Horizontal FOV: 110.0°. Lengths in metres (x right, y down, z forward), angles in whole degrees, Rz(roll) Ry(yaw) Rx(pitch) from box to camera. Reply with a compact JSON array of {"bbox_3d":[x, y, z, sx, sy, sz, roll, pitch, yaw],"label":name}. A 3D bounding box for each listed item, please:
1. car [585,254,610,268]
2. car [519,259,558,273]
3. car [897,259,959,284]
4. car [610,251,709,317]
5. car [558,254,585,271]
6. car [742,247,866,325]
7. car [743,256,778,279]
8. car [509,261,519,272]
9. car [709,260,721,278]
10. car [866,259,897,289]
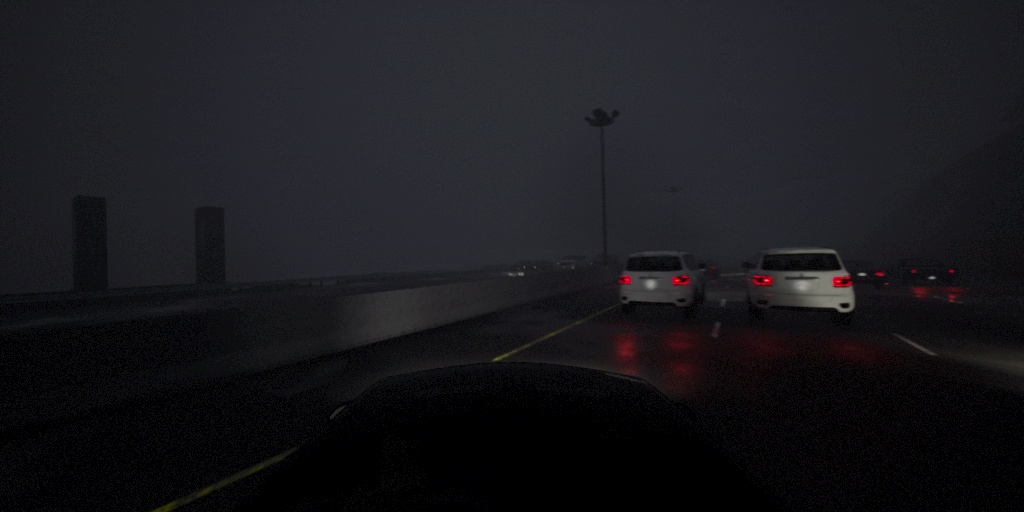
[{"bbox_3d":[10.655,0.745,41.037,2.150,2.045,5.566,-2,0,33],"label":"car"},{"bbox_3d":[3.221,1.193,42.375,1.882,1.535,5.008,-2,0,32],"label":"car"},{"bbox_3d":[22.496,0.792,20.095,1.895,1.301,4.718,-2,0,32],"label":"car"},{"bbox_3d":[5.476,0.843,12.744,2.150,2.045,5.566,-2,0,32],"label":"car"},{"bbox_3d":[7.225,0.835,42.164,2.150,2.045,5.566,-2,0,33],"label":"car"},{"bbox_3d":[8.604,0.761,11.146,2.150,2.045,5.566,-2,0,32],"label":"car"},{"bbox_3d":[18.292,0.785,26.567,1.882,1.535,5.008,-2,0,32],"label":"car"},{"bbox_3d":[1.518,1.270,46.219,1.837,1.490,4.892,-2,-1,33],"label":"car"},{"bbox_3d":[14.880,0.961,27.711,1.994,1.385,4.181,-2,0,32],"label":"car"},{"bbox_3d":[17.456,0.867,18.650,2.033,1.411,5.357,-2,0,32],"label":"car"}]
